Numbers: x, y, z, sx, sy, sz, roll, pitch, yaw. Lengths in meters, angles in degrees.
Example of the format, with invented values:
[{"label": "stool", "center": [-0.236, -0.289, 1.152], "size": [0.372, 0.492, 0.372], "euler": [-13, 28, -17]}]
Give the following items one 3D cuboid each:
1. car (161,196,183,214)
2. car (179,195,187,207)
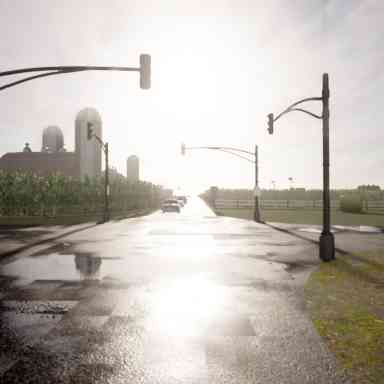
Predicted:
[{"label": "car", "center": [-2.197, 1.537, 35.352], "size": [1.837, 1.490, 4.892], "euler": [0, 0, -2]}, {"label": "car", "center": [-2.200, 1.581, 51.400], "size": [1.812, 1.442, 4.674], "euler": [0, 0, 1]}]
